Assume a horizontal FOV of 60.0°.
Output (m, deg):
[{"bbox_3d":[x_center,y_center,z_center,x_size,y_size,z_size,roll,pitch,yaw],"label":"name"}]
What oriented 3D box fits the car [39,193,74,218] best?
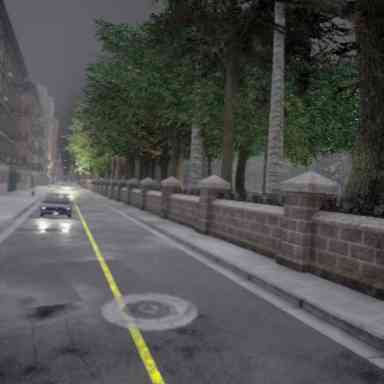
[{"bbox_3d":[-8.795,0.783,21.723,2.033,1.411,5.357,4,0,-21],"label":"car"}]
